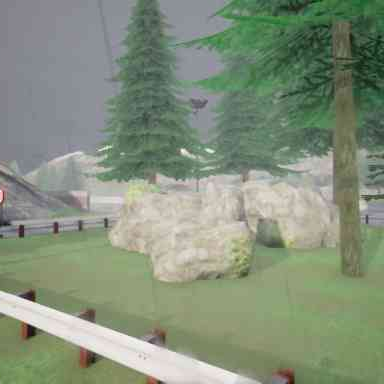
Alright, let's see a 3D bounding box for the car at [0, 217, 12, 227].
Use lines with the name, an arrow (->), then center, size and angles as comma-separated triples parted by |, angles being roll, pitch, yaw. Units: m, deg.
car -> -11.036, 1.351, 15.253 | 5.357, 1.411, 2.033 | 0, 0, 12
